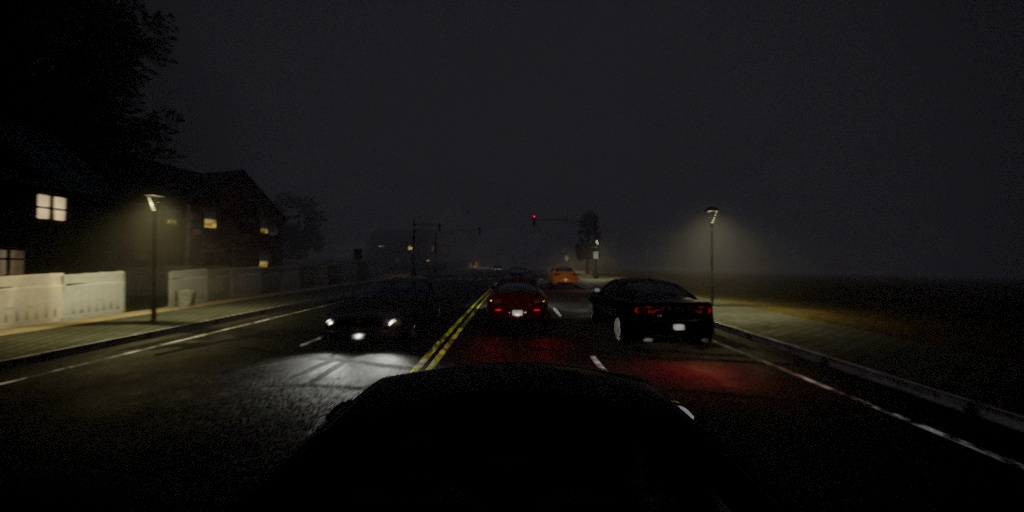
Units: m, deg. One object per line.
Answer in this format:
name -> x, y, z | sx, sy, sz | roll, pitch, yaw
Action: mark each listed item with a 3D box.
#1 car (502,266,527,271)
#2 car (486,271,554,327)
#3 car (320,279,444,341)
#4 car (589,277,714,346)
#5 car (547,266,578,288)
car -> 0.431, 1.526, 26.465 | 1.812, 1.442, 4.674 | 0, -1, 1
car -> 0.173, 1.376, 11.853 | 1.812, 1.442, 4.674 | 0, -1, 1
car -> -3.307, 1.383, 10.419 | 2.033, 1.411, 5.357 | 0, -1, 1
car -> 3.402, 1.307, 9.725 | 1.882, 1.535, 5.008 | 0, -1, 1
car -> 3.715, 1.482, 26.835 | 1.882, 1.535, 5.008 | 0, -1, 2
